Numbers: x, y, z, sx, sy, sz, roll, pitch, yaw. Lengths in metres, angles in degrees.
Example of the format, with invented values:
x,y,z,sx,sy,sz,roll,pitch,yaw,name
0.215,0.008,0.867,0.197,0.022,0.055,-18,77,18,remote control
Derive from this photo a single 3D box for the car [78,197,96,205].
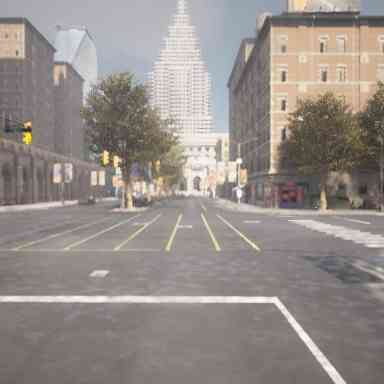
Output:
x,y,z,sx,sy,sz,roll,pitch,yaw,name
-18.344,1.519,58.012,1.895,1.301,4.718,0,0,0,car

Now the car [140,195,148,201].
x,y,z,sx,sy,sz,roll,pitch,yaw,name
-11.628,1.429,78.497,2.033,1.411,5.357,0,0,0,car

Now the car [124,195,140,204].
x,y,z,sx,sy,sz,roll,pitch,yaw,name
-11.649,1.420,63.126,1.837,1.490,4.892,0,0,0,car
